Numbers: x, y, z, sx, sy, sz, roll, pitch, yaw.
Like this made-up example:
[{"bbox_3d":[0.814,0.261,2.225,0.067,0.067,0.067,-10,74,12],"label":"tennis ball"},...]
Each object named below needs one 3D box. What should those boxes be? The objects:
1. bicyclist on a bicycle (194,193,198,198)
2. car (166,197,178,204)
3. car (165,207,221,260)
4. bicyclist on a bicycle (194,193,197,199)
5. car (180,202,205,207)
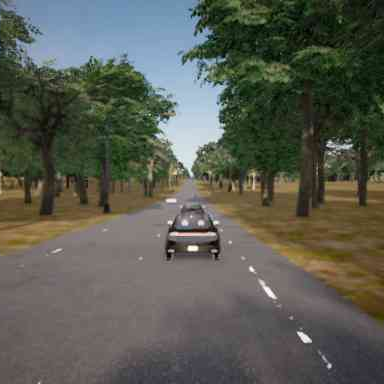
[{"bbox_3d":[0.955,1.094,83.343,0.866,1.612,1.509,0,1,0],"label":"bicyclist on a bicycle"},{"bbox_3d":[-3.541,1.488,58.756,1.895,1.301,4.718,0,0,1],"label":"car"},{"bbox_3d":[0.044,1.530,12.627,2.128,1.511,4.902,0,0,0],"label":"car"},{"bbox_3d":[0.957,0.970,92.343,0.582,1.620,1.656,0,1,0],"label":"bicyclist on a bicycle"},{"bbox_3d":[0.044,1.568,27.677,1.837,1.490,4.892,0,1,0],"label":"car"}]
